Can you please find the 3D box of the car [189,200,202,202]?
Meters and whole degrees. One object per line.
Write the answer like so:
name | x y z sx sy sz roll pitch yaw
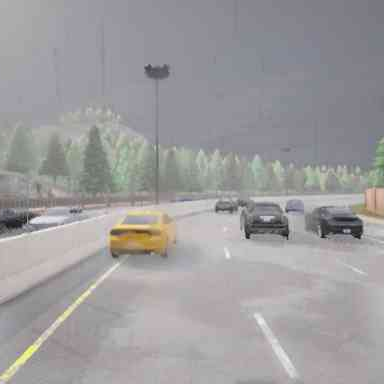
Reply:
car | 1.500 1.435 57.721 1.837 1.490 4.892 0 0 28

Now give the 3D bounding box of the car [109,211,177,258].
car | -1.670 1.463 12.735 1.882 1.535 5.008 0 0 3

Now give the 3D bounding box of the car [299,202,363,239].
car | 7.166 1.483 17.260 1.837 1.490 4.892 0 0 6

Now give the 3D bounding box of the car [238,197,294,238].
car | 3.717 1.330 17.607 2.097 1.767 4.553 0 0 6

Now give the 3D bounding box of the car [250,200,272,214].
car | 7.415 1.557 35.505 1.895 1.301 4.718 0 0 17

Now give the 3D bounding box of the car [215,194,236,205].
car | 5.964 1.281 58.579 2.097 1.767 4.553 0 0 30

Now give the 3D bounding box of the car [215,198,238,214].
car | 3.771 1.448 35.604 2.128 1.511 4.902 0 0 18

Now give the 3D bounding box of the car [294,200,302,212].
car | 10.615 1.505 34.134 2.033 1.411 5.357 0 0 18

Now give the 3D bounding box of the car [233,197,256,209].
car | 7.198 1.450 45.334 1.837 1.490 4.892 0 0 25

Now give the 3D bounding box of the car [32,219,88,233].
car | -7.023 1.506 17.792 1.812 1.442 4.674 0 0 6

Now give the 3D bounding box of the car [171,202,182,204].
car | -2.188 1.284 58.171 2.097 1.767 4.553 0 0 28
